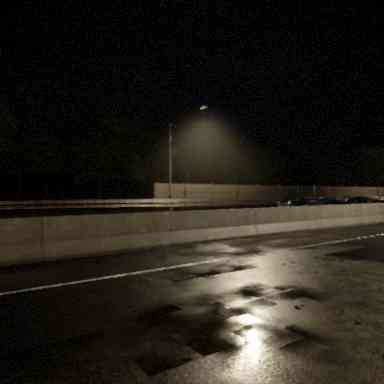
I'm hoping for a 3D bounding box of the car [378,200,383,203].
[{"bbox_3d":[31.004,1.550,51.873,4.718,1.301,1.895,0,0,-35],"label":"car"}]

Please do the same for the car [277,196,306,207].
[{"bbox_3d":[13.248,1.318,43.531,4.553,1.767,2.097,0,0,-35],"label":"car"}]

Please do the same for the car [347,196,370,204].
[{"bbox_3d":[26.477,1.455,52.944,4.892,1.490,1.837,0,0,-35],"label":"car"}]

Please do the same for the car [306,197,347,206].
[{"bbox_3d":[17.003,1.443,41.909,5.008,1.535,1.882,0,0,-35],"label":"car"}]
